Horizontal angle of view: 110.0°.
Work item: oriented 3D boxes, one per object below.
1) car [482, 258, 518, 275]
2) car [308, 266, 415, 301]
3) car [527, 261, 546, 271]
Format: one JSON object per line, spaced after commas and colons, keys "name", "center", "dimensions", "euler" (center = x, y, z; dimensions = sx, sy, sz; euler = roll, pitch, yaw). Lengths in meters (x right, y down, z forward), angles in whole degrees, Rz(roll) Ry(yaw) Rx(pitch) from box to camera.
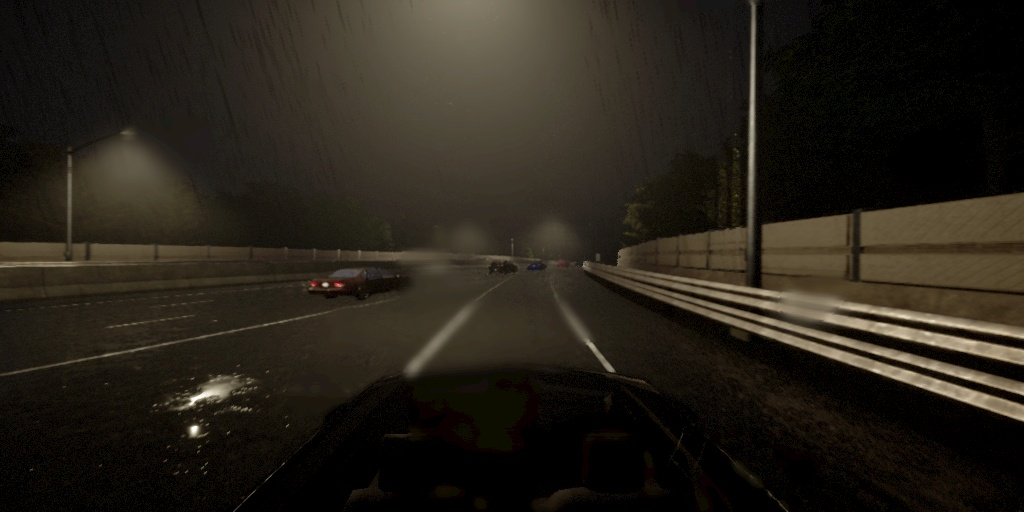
{"name": "car", "center": [-0.836, 1.106, 35.802], "dimensions": [2.128, 1.511, 4.902], "euler": [0, 0, 17]}
{"name": "car", "center": [-6.664, 1.185, 16.588], "dimensions": [2.033, 1.411, 5.357], "euler": [0, 0, 17]}
{"name": "car", "center": [3.507, 1.361, 50.137], "dimensions": [1.994, 1.385, 4.181], "euler": [0, -1, 17]}
